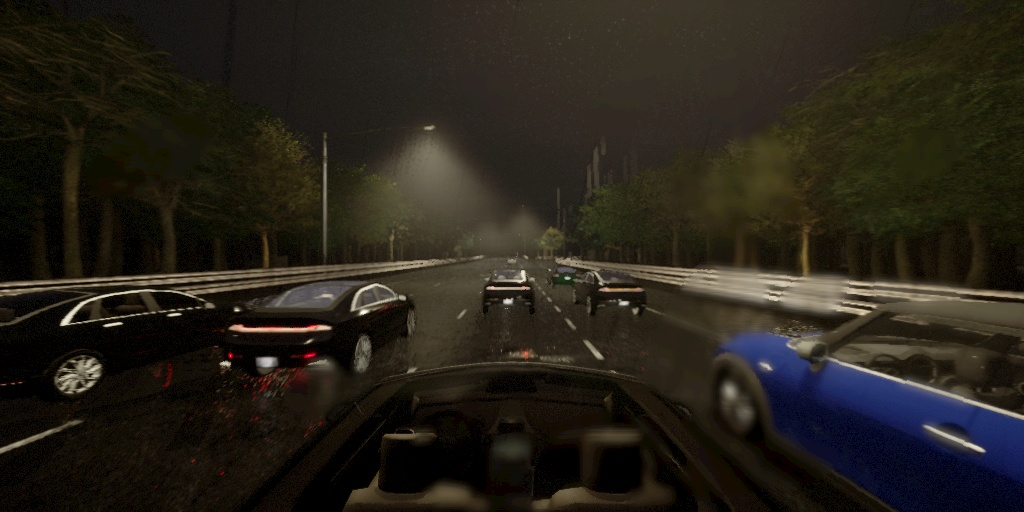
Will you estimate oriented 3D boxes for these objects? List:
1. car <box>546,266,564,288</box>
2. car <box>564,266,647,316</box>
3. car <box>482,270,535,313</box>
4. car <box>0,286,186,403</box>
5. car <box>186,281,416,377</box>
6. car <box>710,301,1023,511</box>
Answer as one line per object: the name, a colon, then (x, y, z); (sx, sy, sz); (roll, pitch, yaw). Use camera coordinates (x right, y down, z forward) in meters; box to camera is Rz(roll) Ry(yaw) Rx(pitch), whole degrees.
car: (3.500, 1.353, 24.610); (1.994, 1.385, 4.181); (0, 0, 0)
car: (3.500, 1.280, 13.613); (2.128, 1.511, 4.902); (0, 0, 0)
car: (-0.103, 1.281, 14.132); (2.128, 1.511, 4.902); (0, 0, 1)
car: (-6.900, 1.272, 6.357); (1.837, 1.490, 4.892); (0, 0, 0)
car: (-3.401, 1.261, 7.405); (2.128, 1.511, 4.902); (0, 0, 0)
car: (3.500, 1.106, 2.585); (2.097, 1.767, 4.553); (0, 0, 0)
